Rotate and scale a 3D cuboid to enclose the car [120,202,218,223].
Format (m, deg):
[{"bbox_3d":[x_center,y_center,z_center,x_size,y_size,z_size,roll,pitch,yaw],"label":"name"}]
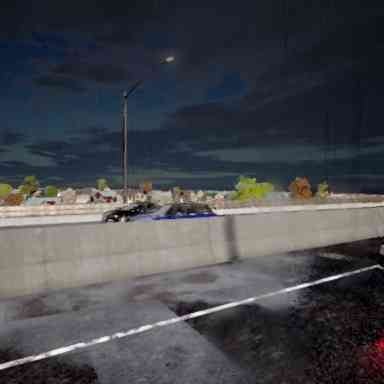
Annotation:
[{"bbox_3d":[-0.836,1.319,16.249,4.553,1.767,2.097,0,0,-35],"label":"car"}]

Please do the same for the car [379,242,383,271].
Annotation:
[{"bbox_3d":[6.651,1.456,8.437,4.902,1.511,2.128,0,0,-35],"label":"car"}]

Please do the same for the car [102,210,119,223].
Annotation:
[{"bbox_3d":[-3.681,1.465,22.808,4.892,1.490,1.837,0,0,-35],"label":"car"}]
